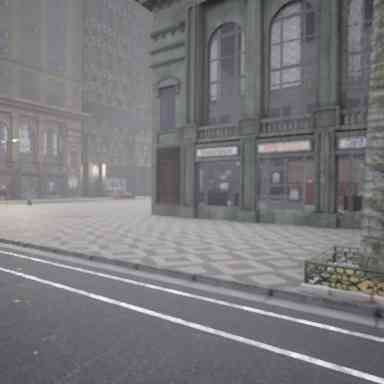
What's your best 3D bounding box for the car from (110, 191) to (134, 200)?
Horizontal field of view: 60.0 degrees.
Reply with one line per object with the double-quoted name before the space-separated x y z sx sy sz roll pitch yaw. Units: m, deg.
"car" -11.911 0.609 56.843 1.812 1.442 4.674 1 1 36
